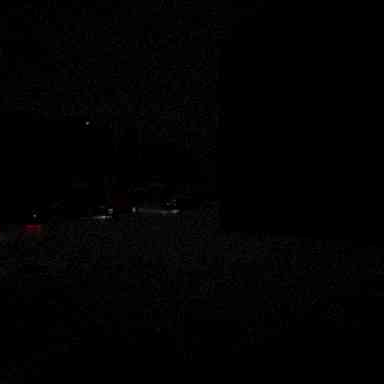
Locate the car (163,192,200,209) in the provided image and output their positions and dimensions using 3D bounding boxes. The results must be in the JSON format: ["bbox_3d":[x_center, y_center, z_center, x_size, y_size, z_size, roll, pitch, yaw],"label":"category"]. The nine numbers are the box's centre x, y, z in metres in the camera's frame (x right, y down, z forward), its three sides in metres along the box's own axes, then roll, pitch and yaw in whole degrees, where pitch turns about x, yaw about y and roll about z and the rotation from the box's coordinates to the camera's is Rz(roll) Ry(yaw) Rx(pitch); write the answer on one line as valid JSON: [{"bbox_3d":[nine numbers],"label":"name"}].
[{"bbox_3d":[-1.240,1.021,41.132,2.150,2.045,5.566,0,1,36],"label":"car"}]

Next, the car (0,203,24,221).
[{"bbox_3d":[-13.465,1.482,23.960,1.994,1.385,4.181,0,0,35],"label":"car"}]

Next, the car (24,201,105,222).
[{"bbox_3d":[-9.337,1.392,24.786,2.128,1.511,4.902,0,0,36],"label":"car"}]

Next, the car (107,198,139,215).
[{"bbox_3d":[-7.394,1.330,32.493,1.882,1.535,5.008,0,0,35],"label":"car"}]
